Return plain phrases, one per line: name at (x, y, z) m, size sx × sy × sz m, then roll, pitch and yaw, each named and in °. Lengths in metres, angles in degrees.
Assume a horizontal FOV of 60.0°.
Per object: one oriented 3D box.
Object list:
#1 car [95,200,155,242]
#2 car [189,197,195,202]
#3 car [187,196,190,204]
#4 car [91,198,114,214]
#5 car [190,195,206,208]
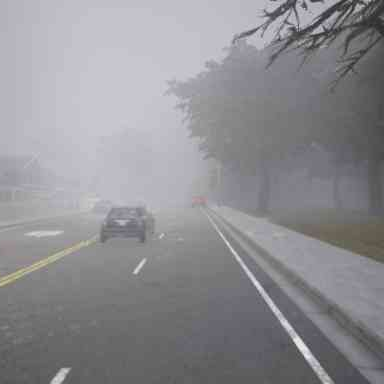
car at (-3.149, 1.461, 17.064) m, size 2.097 × 1.767 × 4.553 m, roll 0°, pitch 0°, yaw 0°
car at (-0.006, 2.031, 90.415) m, size 1.837 × 1.490 × 4.892 m, roll 0°, pitch -1°, yaw 0°
car at (-0.004, 1.683, 74.874) m, size 2.097 × 1.767 × 4.553 m, roll 0°, pitch 0°, yaw 0°
car at (-9.838, 1.578, 37.717) m, size 2.097 × 1.767 × 4.553 m, roll 0°, pitch 0°, yaw 0°
car at (1.134, 1.576, 55.781) m, size 2.150 × 2.045 × 5.566 m, roll 0°, pitch 0°, yaw 0°
